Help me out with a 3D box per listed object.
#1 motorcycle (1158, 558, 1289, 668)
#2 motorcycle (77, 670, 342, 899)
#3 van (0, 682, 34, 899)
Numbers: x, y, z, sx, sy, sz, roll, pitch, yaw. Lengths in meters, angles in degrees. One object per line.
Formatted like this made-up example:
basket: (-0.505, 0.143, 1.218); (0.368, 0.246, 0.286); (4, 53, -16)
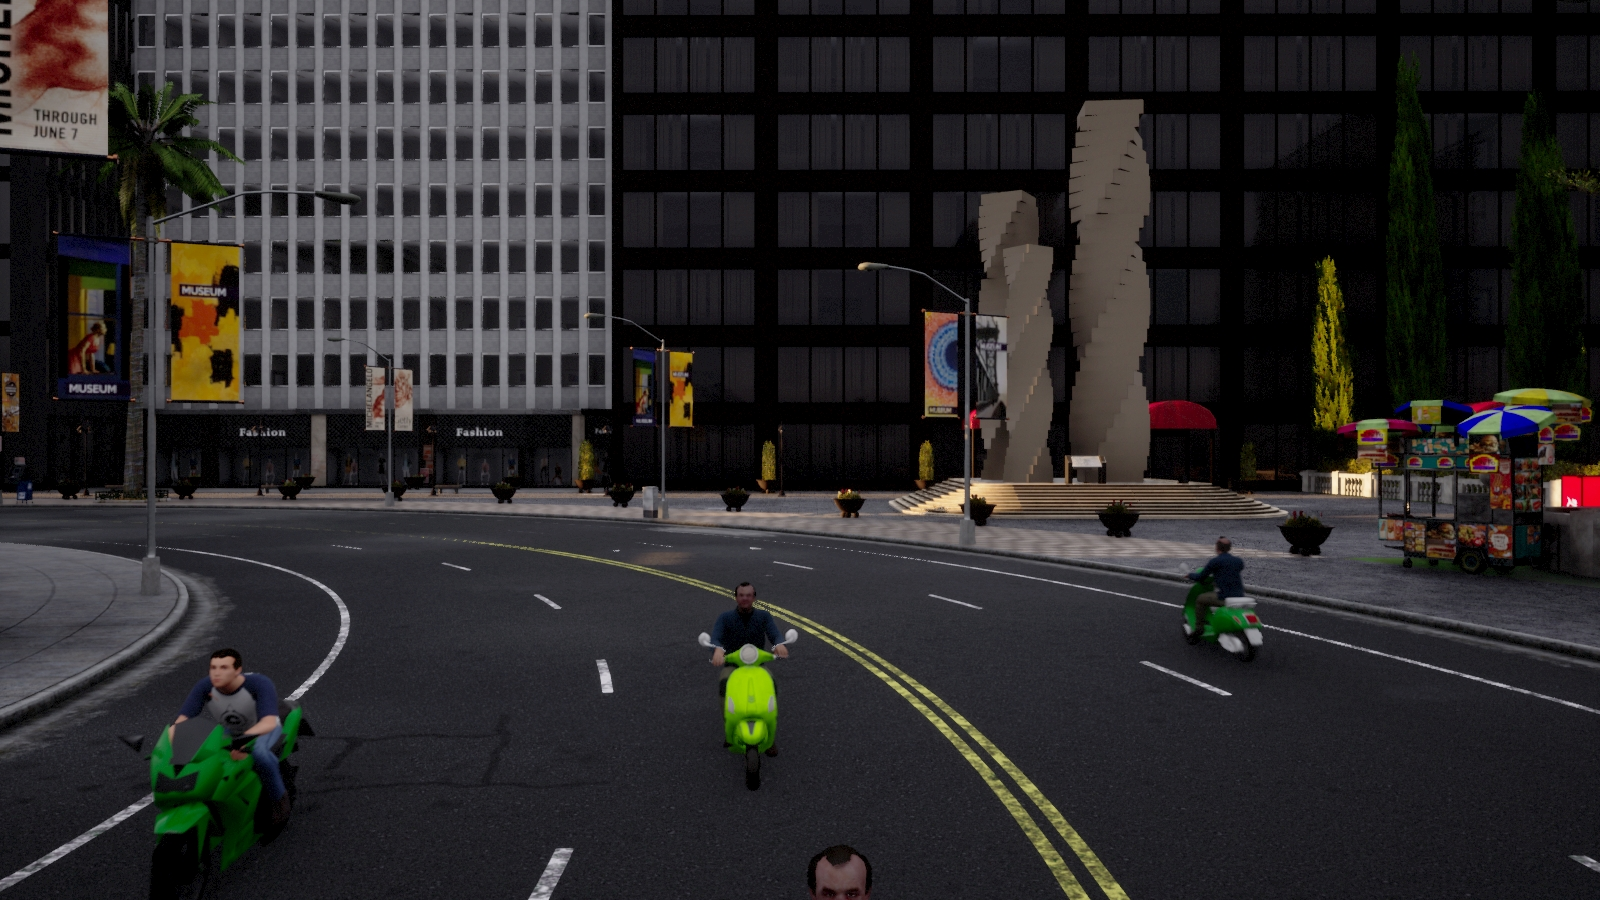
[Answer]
motorcycle: (5.740, 2.182, 15.620); (0.856, 1.236, 1.805); (0, 0, -12)
motorcycle: (-3.740, 2.213, 7.469); (0.803, 1.145, 2.033); (0, 0, -4)
van: (-3.531, 1.783, 1.506); (2.069, 2.038, 4.480); (0, 0, -1)
